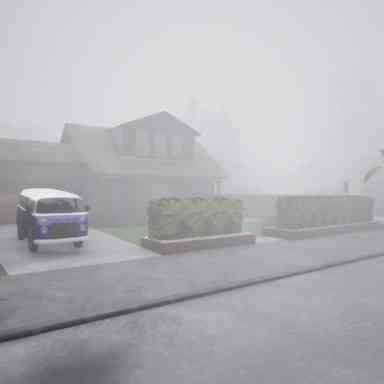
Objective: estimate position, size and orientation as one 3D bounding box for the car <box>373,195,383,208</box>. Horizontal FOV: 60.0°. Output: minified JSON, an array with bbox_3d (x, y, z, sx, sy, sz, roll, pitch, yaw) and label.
[{"bbox_3d":[24.131,0.952,40.794,3.866,1.878,1.905,0,0,0],"label":"car"}]
